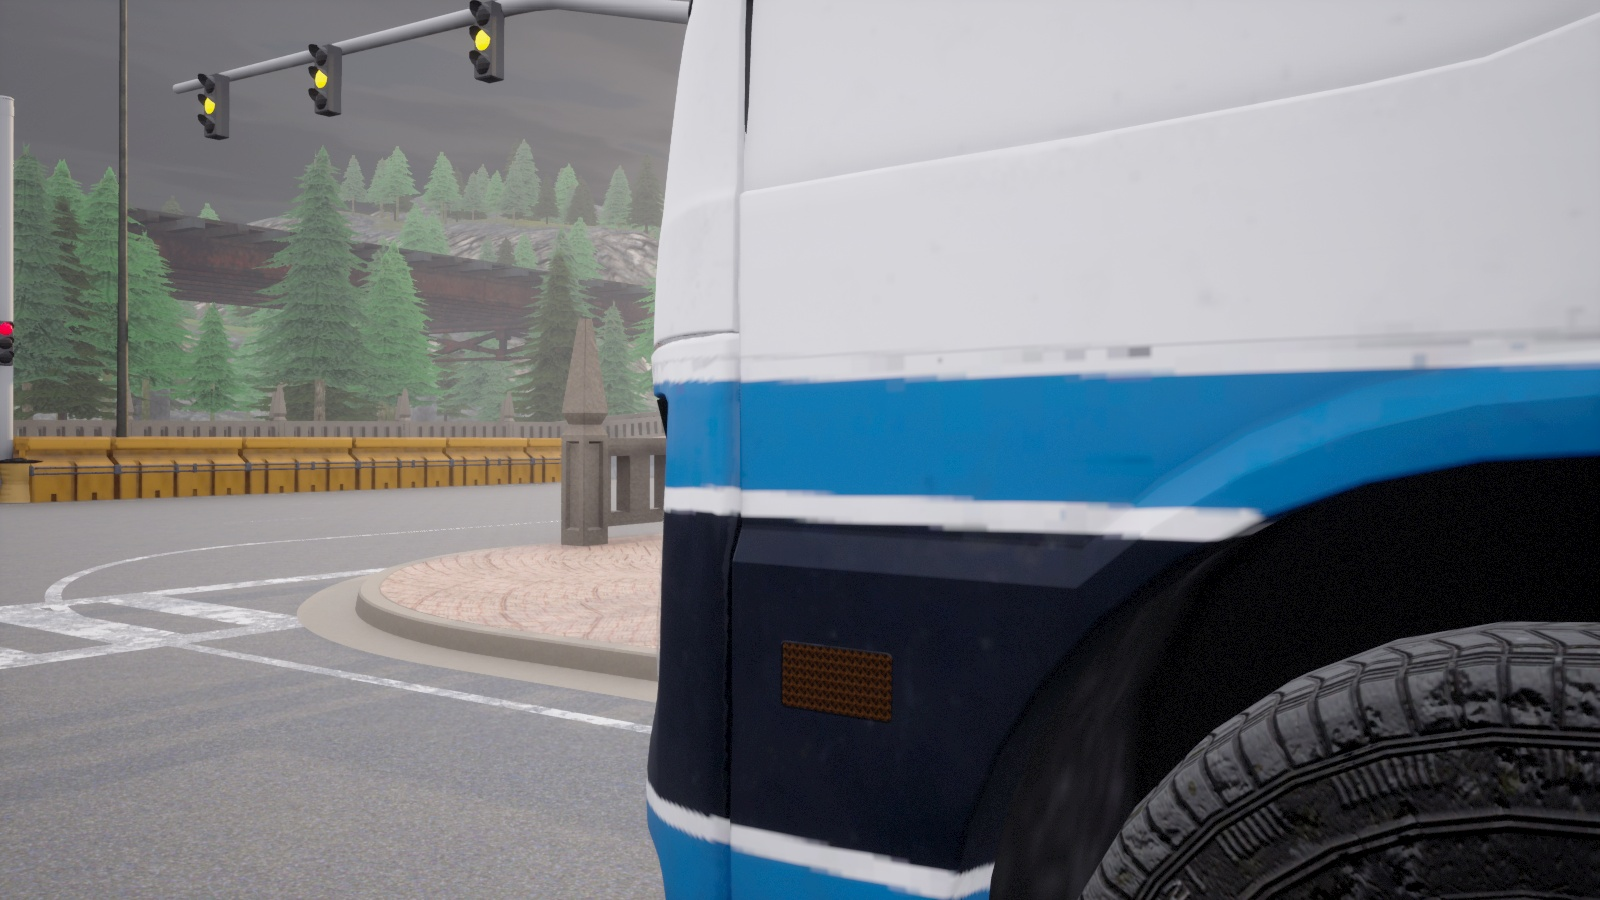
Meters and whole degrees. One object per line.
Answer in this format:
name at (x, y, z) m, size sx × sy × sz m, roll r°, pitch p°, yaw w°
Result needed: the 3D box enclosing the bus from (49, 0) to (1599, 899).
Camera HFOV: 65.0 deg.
bus at (4.151, -0.694, 0.838) m, size 10.273 × 4.253 × 3.944 m, roll 0°, pitch 1°, yaw 34°
